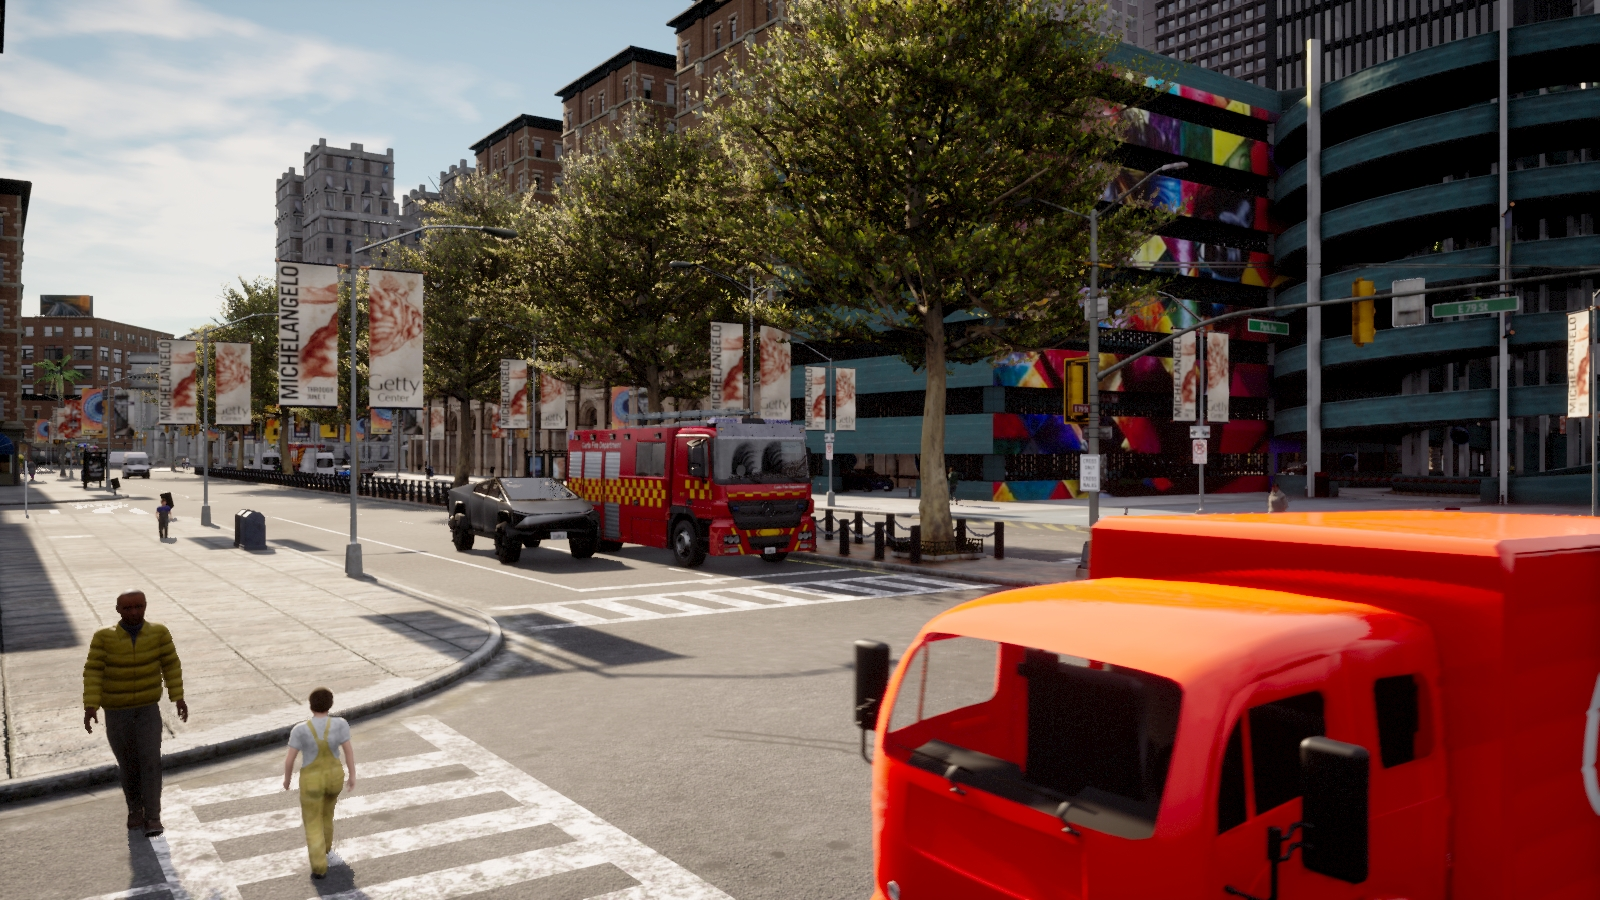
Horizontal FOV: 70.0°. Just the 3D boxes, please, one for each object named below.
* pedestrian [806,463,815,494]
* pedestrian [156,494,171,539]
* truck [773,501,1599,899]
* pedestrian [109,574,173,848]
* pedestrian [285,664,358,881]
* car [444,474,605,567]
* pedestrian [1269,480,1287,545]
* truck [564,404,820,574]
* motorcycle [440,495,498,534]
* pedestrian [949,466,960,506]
[{"bbox_3d":[0.640,1.682,67.520,0.375,1.860,0.375,0,0,-34],"label":"pedestrian"},{"bbox_3d":[-18.818,1.974,33.784,0.375,1.300,0.375,0,0,-30],"label":"pedestrian"},{"bbox_3d":[2.763,1.575,5.718,5.204,2.467,2.627,1,0,-35],"label":"truck"},{"bbox_3d":[-4.747,1.848,8.226,0.375,1.860,0.375,0,0,-33],"label":"pedestrian"},{"bbox_3d":[-3.195,2.127,7.625,0.375,1.300,0.375,0,0,-34],"label":"pedestrian"},{"bbox_3d":[-7.523,1.749,30.614,2.390,2.098,6.274,0,0,-31],"label":"car"},{"bbox_3d":[14.050,1.833,33.588,0.375,1.860,0.375,0,0,-41],"label":"pedestrian"},{"bbox_3d":[-3.137,0.885,30.043,2.891,3.827,8.468,0,0,-35],"label":"truck"},{"bbox_3d":[-11.398,2.200,39.318,2.209,1.251,0.867,0,0,40],"label":"motorcycle"},{"bbox_3d":[7.185,1.683,53.216,0.375,1.860,0.375,0,0,-33],"label":"pedestrian"}]
